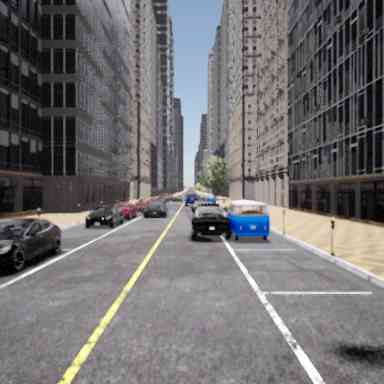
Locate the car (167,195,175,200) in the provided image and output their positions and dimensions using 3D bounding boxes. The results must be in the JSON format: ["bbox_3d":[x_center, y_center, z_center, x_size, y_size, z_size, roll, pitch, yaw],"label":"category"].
[{"bbox_3d":[-5.717,1.475,90.543,1.802,1.307,4.206,0,0,0],"label":"car"}]

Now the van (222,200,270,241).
[{"bbox_3d":[2.681,1.331,16.483,1.690,1.788,3.998,0,0,0],"label":"van"}]

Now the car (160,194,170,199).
[{"bbox_3d":[-5.710,1.509,62.057,1.947,1.339,4.313,0,0,0],"label":"car"}]

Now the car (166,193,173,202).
[{"bbox_3d":[-5.712,1.249,67.753,2.192,1.841,5.009,0,0,0],"label":"car"}]

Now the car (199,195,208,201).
[{"bbox_3d":[2.666,1.466,79.150,2.008,1.369,4.403,0,0,0],"label":"car"}]

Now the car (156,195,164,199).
[{"bbox_3d":[-5.708,1.541,50.664,1.802,1.307,4.206,0,0,0],"label":"car"}]

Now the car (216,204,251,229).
[{"bbox_3d":[2.681,1.568,22.180,1.802,1.307,4.206,0,0,0],"label":"car"}]

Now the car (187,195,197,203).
[{"bbox_3d":[-0.019,1.388,68.410,2.128,1.511,4.902,0,0,0],"label":"car"}]

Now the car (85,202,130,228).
[{"bbox_3d":[-5.700,1.552,22.178,1.947,1.339,4.313,0,0,0],"label":"car"}]

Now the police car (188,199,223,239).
[{"bbox_3d":[0.895,1.415,17.477,1.930,1.638,5.238,0,0,0],"label":"police car"}]

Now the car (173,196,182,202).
[{"bbox_3d":[-3.019,1.461,69.607,1.994,1.385,4.181,0,0,0],"label":"car"}]

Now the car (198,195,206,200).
[{"bbox_3d":[2.663,1.445,90.544,2.008,1.369,4.403,0,0,0],"label":"car"}]

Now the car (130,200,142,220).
[{"bbox_3d":[-5.701,1.526,27.875,1.887,1.381,4.507,0,0,0],"label":"car"}]

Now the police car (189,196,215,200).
[{"bbox_3d":[0.892,1.408,27.477,1.930,1.638,5.238,0,0,0],"label":"police car"}]

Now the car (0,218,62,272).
[{"bbox_3d":[-5.696,1.559,10.785,1.947,1.339,4.313,0,0,0],"label":"car"}]

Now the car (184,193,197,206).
[{"bbox_3d":[-0.014,1.177,53.440,2.150,2.045,5.566,0,0,0],"label":"car"}]

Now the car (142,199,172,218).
[{"bbox_3d":[-3.106,1.545,29.327,1.994,1.385,4.181,0,0,0],"label":"car"}]

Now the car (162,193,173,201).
[{"bbox_3d":[-5.715,1.230,79.148,2.192,1.841,5.009,0,0,0],"label":"car"}]
